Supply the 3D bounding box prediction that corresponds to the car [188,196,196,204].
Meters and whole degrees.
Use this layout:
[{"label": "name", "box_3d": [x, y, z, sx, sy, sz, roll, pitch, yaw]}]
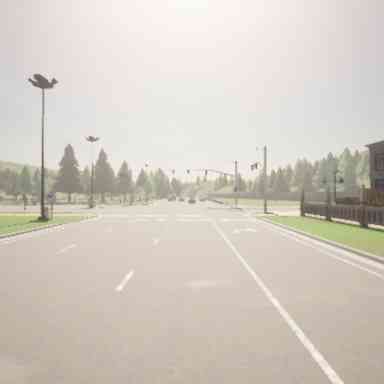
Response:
[{"label": "car", "box_3d": [-0.021, 2.256, 81.851, 1.882, 1.535, 5.008, 0, -1, 0]}]
